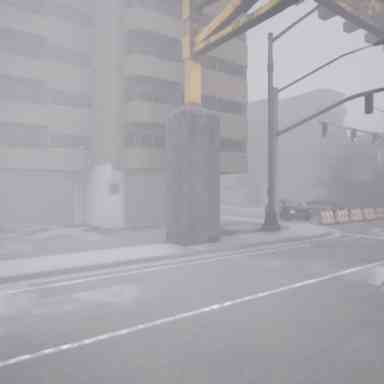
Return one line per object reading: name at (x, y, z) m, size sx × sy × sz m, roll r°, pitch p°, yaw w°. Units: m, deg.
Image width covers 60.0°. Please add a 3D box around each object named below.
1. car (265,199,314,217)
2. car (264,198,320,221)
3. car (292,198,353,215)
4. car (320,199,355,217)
car at (7.479, 1.196, 26.061) m, size 1.853 × 1.218 × 4.536 m, roll 0°, pitch 0°, yaw -11°
car at (7.490, 1.354, 26.010) m, size 2.038 × 1.542 × 4.974 m, roll 0°, pitch 0°, yaw -11°
car at (11.012, 1.177, 28.203) m, size 4.536 × 1.218 × 1.853 m, roll 0°, pitch 0°, yaw 34°
car at (11.056, 1.335, 28.175) m, size 4.974 × 1.542 × 2.038 m, roll 0°, pitch 0°, yaw 34°
